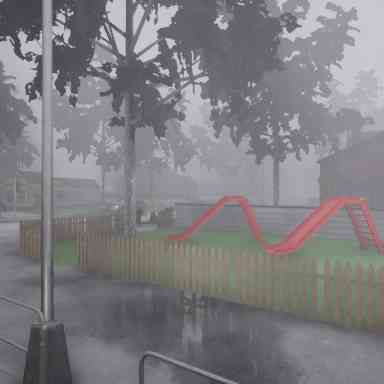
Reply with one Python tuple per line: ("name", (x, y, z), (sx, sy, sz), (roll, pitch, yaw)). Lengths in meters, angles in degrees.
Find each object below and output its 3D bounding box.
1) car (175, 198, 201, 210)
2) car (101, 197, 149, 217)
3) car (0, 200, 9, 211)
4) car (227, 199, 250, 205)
("car", (-0.154, 1.491, 39.342), (2.128, 1.511, 4.902), (0, 0, 35))
("car", (-6.171, 1.352, 30.910), (2.097, 1.767, 4.553), (0, 0, 35))
("car", (-20.302, 1.300, 33.463), (4.181, 1.381, 1.994), (0, 0, 35))
("car", (6.946, 1.492, 49.229), (2.128, 1.511, 4.902), (0, 0, 36))
